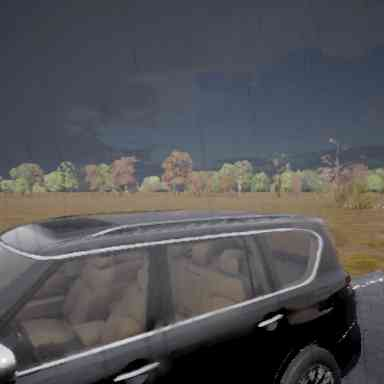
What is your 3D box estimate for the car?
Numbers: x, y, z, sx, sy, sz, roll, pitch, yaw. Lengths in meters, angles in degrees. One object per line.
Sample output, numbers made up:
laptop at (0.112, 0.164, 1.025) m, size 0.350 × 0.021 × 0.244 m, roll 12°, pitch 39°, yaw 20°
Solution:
car at (-0.822, 1.222, 2.793) m, size 5.566 × 2.045 × 2.150 m, roll 0°, pitch 0°, yaw -36°
